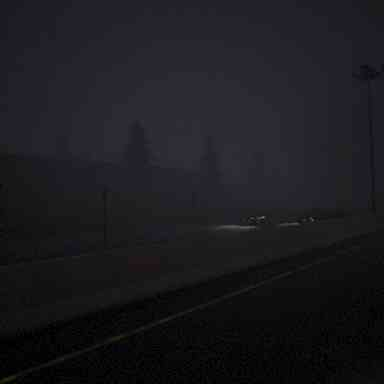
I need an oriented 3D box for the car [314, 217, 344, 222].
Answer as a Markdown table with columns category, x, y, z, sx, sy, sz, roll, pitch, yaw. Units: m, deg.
| category | x | y | z | sx | sy | sz | roll | pitch | yaw |
| --- | --- | --- | --- | --- | --- | --- | --- | --- | --- |
| car | 11.534 | 2.151 | 27.792 | 1.837 | 1.490 | 4.892 | -3 | -2 | 42 |
